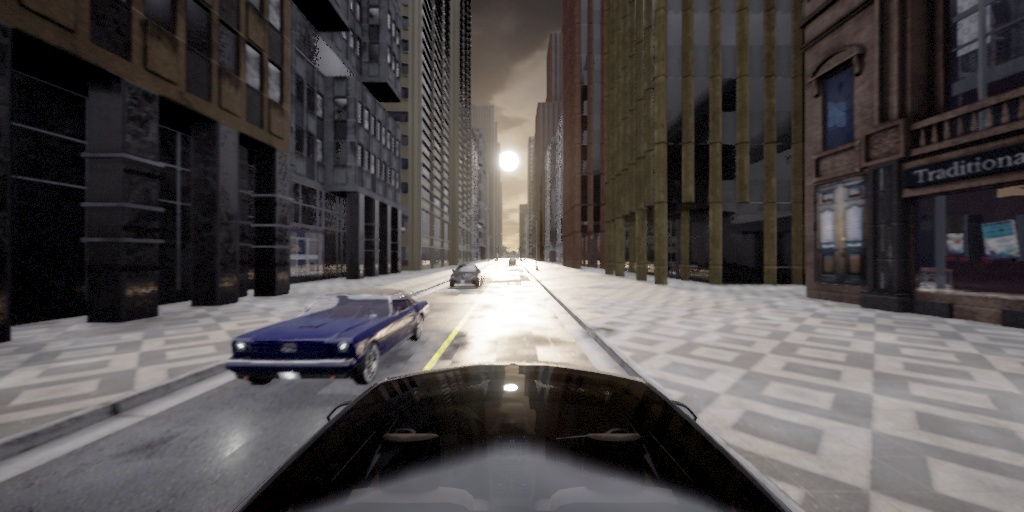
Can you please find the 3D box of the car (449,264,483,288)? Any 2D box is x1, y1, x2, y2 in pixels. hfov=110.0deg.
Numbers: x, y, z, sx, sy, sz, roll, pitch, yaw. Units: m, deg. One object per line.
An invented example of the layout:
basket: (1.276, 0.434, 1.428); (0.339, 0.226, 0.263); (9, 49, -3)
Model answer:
car: (-3.022, 1.291, 24.388); (1.812, 1.442, 4.674); (0, 0, 1)

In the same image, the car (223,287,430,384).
car: (-3.095, 1.353, 7.185); (1.895, 1.301, 4.718); (0, 0, 0)
